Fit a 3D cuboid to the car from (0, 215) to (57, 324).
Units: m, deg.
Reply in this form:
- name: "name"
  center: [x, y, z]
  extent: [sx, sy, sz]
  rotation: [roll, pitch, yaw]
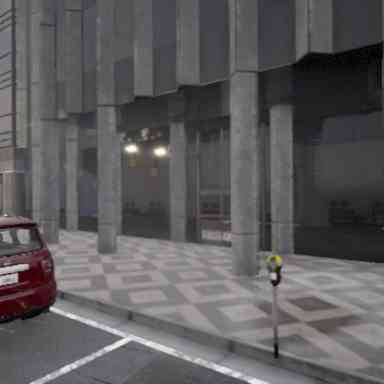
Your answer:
- name: "car"
  center: [-4.538, 1.322, 6.094]
  extent: [5.009, 1.841, 2.192]
  rotation: [0, -1, 35]
